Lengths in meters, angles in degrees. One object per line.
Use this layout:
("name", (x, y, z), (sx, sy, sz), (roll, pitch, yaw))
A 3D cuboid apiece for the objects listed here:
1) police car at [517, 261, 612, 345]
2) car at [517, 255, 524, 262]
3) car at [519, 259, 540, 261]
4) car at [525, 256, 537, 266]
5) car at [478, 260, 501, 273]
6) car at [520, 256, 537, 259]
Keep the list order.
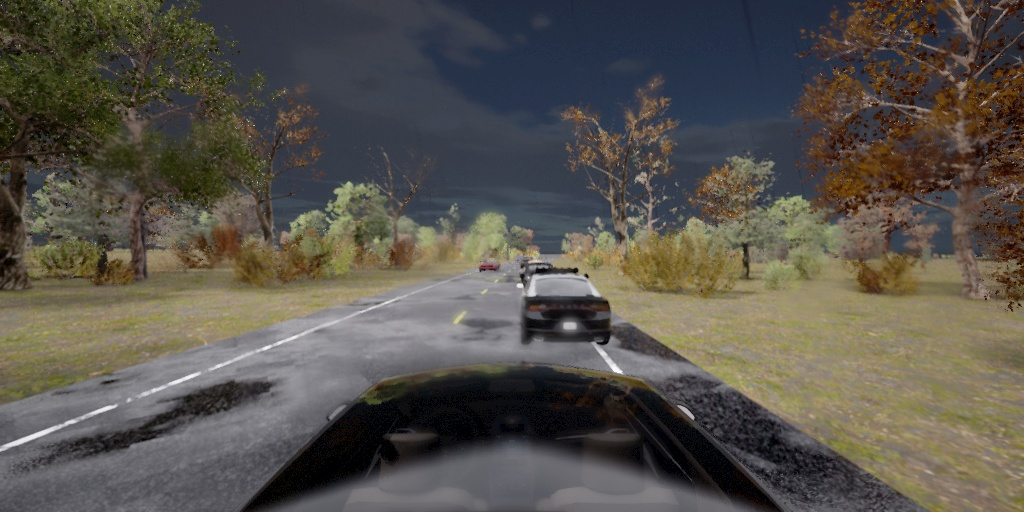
("police car", (1.153, 1.102, 9.403), (1.930, 1.638, 5.238), (0, 1, 1))
("car", (2.109, 0.878, 47.870), (1.837, 1.490, 4.892), (0, 0, 5))
("car", (1.432, 1.090, 19.245), (1.837, 1.490, 4.892), (0, 1, 2))
("car", (3.237, 0.785, 60.753), (1.882, 1.535, 5.008), (0, 0, 6))
("car", (-2.282, 1.040, 37.300), (1.895, 1.301, 4.718), (0, 0, 4))
("car", (1.687, 0.985, 25.403), (1.801, 1.575, 5.366), (0, 0, 3))
